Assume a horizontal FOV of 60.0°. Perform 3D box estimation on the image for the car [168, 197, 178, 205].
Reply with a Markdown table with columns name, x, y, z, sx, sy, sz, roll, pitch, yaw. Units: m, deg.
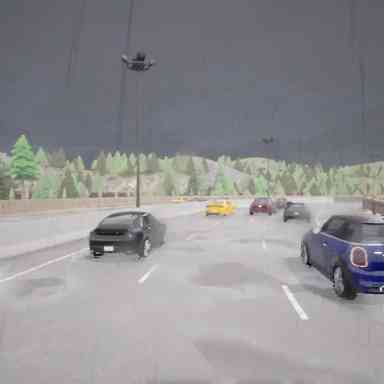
| name | x | y | z | sx | sy | sz | roll | pitch | yaw |
| --- | --- | --- | --- | --- | --- | --- | --- | --- | --- |
| car | -1.867 | 1.578 | 54.140 | 1.882 | 1.535 | 5.008 | 0 | -1 | 32 |

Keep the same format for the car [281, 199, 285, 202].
| name | x | y | z | sx | sy | sz | roll | pitch | yaw |
| --- | --- | --- | --- | --- | --- | --- | --- | --- | --- |
| car | 11.432 | 1.543 | 42.281 | 2.033 | 1.411 | 5.357 | 0 | 0 | 31 |

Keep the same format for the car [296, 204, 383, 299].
| name | x | y | z | sx | sy | sz | roll | pitch | yaw |
| --- | --- | --- | --- | --- | --- | --- | --- | --- | --- |
| car | 4.273 | 1.347 | 8.475 | 2.097 | 1.767 | 4.553 | 0 | 0 | 6 |

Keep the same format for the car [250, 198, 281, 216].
| name | x | y | z | sx | sy | sz | roll | pitch | yaw |
| --- | --- | --- | --- | --- | --- | --- | --- | --- | --- |
| car | 7.213 | 1.347 | 33.255 | 2.097 | 1.767 | 4.553 | 0 | 0 | 23 |

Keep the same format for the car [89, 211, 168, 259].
| name | x | y | z | sx | sy | sz | roll | pitch | yaw |
| --- | --- | --- | --- | --- | --- | --- | --- | --- | --- |
| car | -2.227 | 1.511 | 12.748 | 1.837 | 1.490 | 4.892 | 0 | 0 | 8 |

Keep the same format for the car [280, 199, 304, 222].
| name | x | y | z | sx | sy | sz | roll | pitch | yaw |
| --- | --- | --- | --- | --- | --- | --- | --- | --- | --- |
| car | 8.310 | 1.549 | 26.285 | 1.994 | 1.385 | 4.181 | 0 | 0 | 18 |

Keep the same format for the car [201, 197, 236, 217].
| name | x | y | z | sx | sy | sz | roll | pitch | yaw |
| --- | --- | --- | --- | --- | --- | --- | --- | --- | --- |
| car | 2.822 | 1.488 | 31.728 | 1.882 | 1.535 | 5.008 | 0 | 0 | 21 |

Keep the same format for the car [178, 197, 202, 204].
| name | x | y | z | sx | sy | sz | roll | pitch | yaw |
| --- | --- | --- | --- | --- | --- | --- | --- | --- | --- |
| car | 0.467 | 1.568 | 51.256 | 2.128 | 1.511 | 4.902 | 0 | 0 | 31 |

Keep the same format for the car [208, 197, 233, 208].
| name | x | y | z | sx | sy | sz | roll | pitch | yaw |
| --- | --- | --- | --- | --- | --- | --- | --- | --- | --- |
| car | 4.456 | 1.564 | 51.087 | 1.837 | 1.490 | 4.892 | -1 | 0 | 32 |
